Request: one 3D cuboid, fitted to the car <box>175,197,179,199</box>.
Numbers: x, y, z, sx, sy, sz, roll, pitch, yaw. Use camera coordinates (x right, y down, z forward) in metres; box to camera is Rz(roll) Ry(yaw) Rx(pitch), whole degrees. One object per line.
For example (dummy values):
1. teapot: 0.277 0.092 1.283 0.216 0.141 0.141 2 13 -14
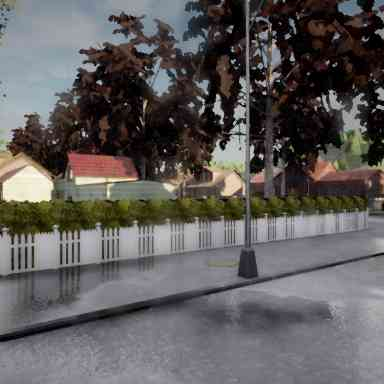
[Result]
1. car: -3.586 1.525 57.693 1.812 1.442 4.674 0 0 -35
